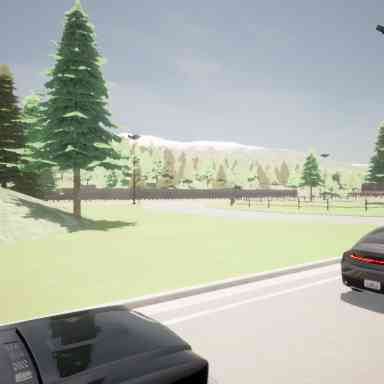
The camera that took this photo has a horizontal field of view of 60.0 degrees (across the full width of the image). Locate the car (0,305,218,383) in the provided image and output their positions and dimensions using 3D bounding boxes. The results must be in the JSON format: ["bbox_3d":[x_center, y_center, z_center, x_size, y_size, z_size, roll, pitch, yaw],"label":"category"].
[{"bbox_3d":[-2.105,1.601,2.248,4.718,1.301,1.895,0,0,-35],"label":"car"}]

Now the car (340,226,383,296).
[{"bbox_3d":[5.393,1.505,7.688,4.892,1.490,1.837,0,0,-35],"label":"car"}]
